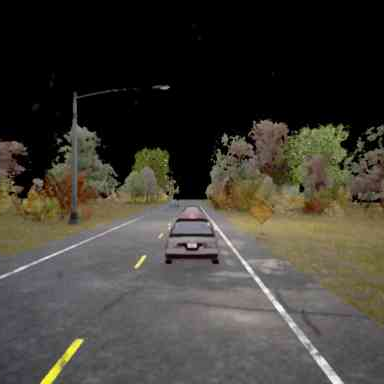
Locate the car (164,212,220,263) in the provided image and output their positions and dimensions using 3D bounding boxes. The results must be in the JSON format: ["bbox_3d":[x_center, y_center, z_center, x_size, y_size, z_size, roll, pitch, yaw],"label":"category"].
[{"bbox_3d":[0.007,1.685,12.534,2.033,1.411,5.357,0,-1,0],"label":"car"}]

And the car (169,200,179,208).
[{"bbox_3d":[-3.522,2.256,65.017,1.837,1.490,4.892,0,0,0],"label":"car"}]

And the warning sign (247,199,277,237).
[{"bbox_3d":[3.536,1.301,16.891,1.300,1.860,1.060,-1,-1,0],"label":"warning sign"}]

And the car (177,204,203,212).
[{"bbox_3d":[0.016,1.879,28.522,1.994,1.385,4.181,0,-1,0],"label":"car"}]
